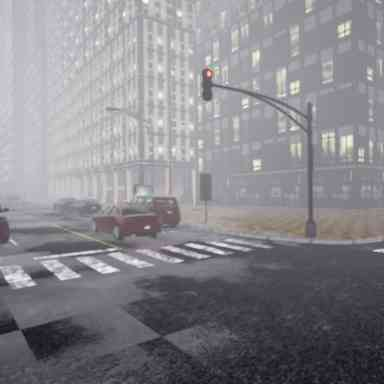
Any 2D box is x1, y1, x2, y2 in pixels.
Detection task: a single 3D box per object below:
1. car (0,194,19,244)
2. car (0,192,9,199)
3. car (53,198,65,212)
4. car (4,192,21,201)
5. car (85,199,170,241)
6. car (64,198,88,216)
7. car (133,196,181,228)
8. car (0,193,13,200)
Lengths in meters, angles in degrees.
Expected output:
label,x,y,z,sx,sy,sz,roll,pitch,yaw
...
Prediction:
label,x,y,z,sx,sy,sz,roll,pitch,yaw
car,-9.318,1.171,14.506,2.192,1.841,5.009,1,0,-36
car,-41.757,0.780,73.315,1.887,1.381,4.507,1,0,-36
car,-12.376,1.233,32.943,1.947,1.339,4.313,1,0,-36
car,-31.963,0.926,59.858,1.887,1.381,4.507,1,0,-36
car,-3.269,1.318,15.942,1.882,1.535,5.008,0,1,-35
car,-9.111,1.279,28.457,1.947,1.339,4.313,1,0,-36
car,-2.579,1.120,19.486,2.192,1.841,5.009,1,0,-36
car,-38.492,0.829,68.829,1.887,1.381,4.507,1,0,-36
